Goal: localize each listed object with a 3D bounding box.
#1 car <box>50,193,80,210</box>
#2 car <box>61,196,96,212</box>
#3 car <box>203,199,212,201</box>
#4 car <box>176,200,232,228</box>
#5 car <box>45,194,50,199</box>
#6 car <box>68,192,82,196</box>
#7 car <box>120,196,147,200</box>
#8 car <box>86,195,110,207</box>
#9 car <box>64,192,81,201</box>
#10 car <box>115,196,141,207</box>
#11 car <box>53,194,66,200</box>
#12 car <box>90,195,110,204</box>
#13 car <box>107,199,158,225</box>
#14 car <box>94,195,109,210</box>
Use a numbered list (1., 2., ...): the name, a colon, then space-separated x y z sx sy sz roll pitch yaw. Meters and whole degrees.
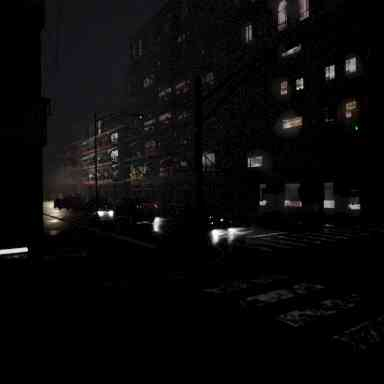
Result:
1. car: -15.755 1.313 41.123 1.967 1.590 4.097 -1 1 -35
2. car: -12.534 1.448 36.443 2.008 1.369 4.403 -1 1 -35
3. car: 0.893 1.360 31.894 1.887 1.381 4.507 -1 1 -35
4. car: 0.690 1.508 21.793 1.994 1.385 4.181 -1 1 -34
5. car: -34.719 1.075 83.466 1.752 1.417 4.829 -1 1 -35
6. car: -19.699 1.210 56.885 2.128 1.511 4.902 -1 1 -35
7. car: -4.824 1.252 29.800 2.097 1.767 4.553 -1 1 -35
8. car: -13.746 1.267 48.323 1.837 1.490 4.892 -1 1 -34
9. car: -24.961 0.935 69.280 2.192 1.841 5.009 -1 1 -35
10. car: -8.950 1.266 46.015 1.752 1.417 4.829 -1 1 -35
11. car: -31.402 1.124 78.645 2.008 1.369 4.403 -1 1 -35
12. car: -15.392 1.217 55.378 1.752 1.417 4.829 -1 1 -35
13. car: -4.301 1.509 24.251 1.887 1.381 4.507 -1 1 -35
14. car: -10.602 1.420 38.203 1.994 1.385 4.181 -1 1 -35
